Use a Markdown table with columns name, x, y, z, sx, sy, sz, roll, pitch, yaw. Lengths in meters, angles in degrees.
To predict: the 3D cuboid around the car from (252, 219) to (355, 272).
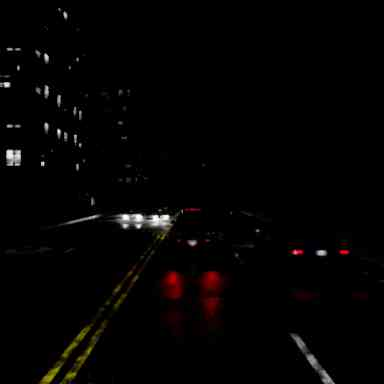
| name | x | y | z | sx | sy | sz | roll | pitch | yaw |
| --- | --- | --- | --- | --- | --- | --- | --- | --- | --- |
| car | 3.294 | 1.600 | 10.910 | 2.033 | 1.411 | 5.357 | 0 | 0 | 1 |

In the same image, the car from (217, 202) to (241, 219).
| name | x | y | z | sx | sy | sz | roll | pitch | yaw |
| --- | --- | --- | --- | --- | --- | --- | --- | --- | --- |
| car | 3.329 | 1.630 | 30.499 | 1.882 | 1.535 | 5.008 | 0 | -1 | 0 |

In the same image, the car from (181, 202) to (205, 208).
| name | x | y | z | sx | sy | sz | roll | pitch | yaw |
| --- | --- | --- | --- | --- | --- | --- | --- | --- | --- |
| car | 0.074 | 1.638 | 29.386 | 2.128 | 1.511 | 4.902 | 0 | 0 | 0 |

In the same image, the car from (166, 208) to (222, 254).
| name | x | y | z | sx | sy | sz | roll | pitch | yaw |
| --- | --- | --- | --- | --- | --- | --- | --- | --- | --- |
| car | 0.067 | 1.593 | 13.663 | 1.812 | 1.442 | 4.674 | 0 | -1 | 1 |

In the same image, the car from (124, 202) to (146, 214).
| name | x | y | z | sx | sy | sz | roll | pitch | yaw |
| --- | --- | --- | --- | --- | --- | --- | --- | --- | --- |
| car | -6.557 | 1.795 | 38.422 | 1.895 | 1.301 | 4.718 | 0 | 0 | 0 |

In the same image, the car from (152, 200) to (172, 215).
| name | x | y | z | sx | sy | sz | roll | pitch | yaw |
| --- | --- | --- | --- | --- | --- | --- | --- | --- | --- |
| car | -3.315 | 1.679 | 36.903 | 2.128 | 1.511 | 4.902 | 0 | 0 | 0 |
